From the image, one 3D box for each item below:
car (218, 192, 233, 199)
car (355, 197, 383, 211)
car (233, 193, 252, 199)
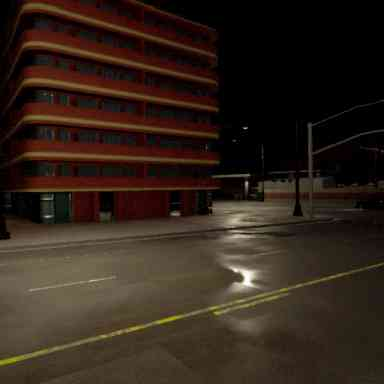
[{"bbox_3d":[8.936,0.930,86.187,4.611,1.667,2.242,-1,1,-35],"label":"car"},{"bbox_3d":[20.582,1.327,36.677,1.837,1.490,4.892,-1,0,-37],"label":"car"},{"bbox_3d":[12.907,1.061,81.965,3.806,1.475,1.970,-1,1,-35],"label":"car"}]
